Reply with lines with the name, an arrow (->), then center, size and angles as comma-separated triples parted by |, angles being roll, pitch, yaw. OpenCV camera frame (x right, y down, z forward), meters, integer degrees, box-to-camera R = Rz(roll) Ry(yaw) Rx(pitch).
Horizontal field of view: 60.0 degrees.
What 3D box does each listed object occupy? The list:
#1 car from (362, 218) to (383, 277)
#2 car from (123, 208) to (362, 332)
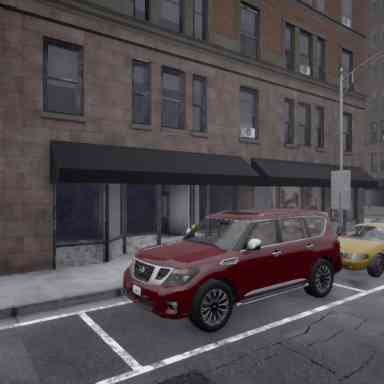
car -> 5.612, 1.525, 10.200 | 4.829, 1.417, 1.752 | 0, 0, -35
car -> 1.127, 1.315, 7.003 | 5.009, 1.841, 2.192 | 0, 0, -35
